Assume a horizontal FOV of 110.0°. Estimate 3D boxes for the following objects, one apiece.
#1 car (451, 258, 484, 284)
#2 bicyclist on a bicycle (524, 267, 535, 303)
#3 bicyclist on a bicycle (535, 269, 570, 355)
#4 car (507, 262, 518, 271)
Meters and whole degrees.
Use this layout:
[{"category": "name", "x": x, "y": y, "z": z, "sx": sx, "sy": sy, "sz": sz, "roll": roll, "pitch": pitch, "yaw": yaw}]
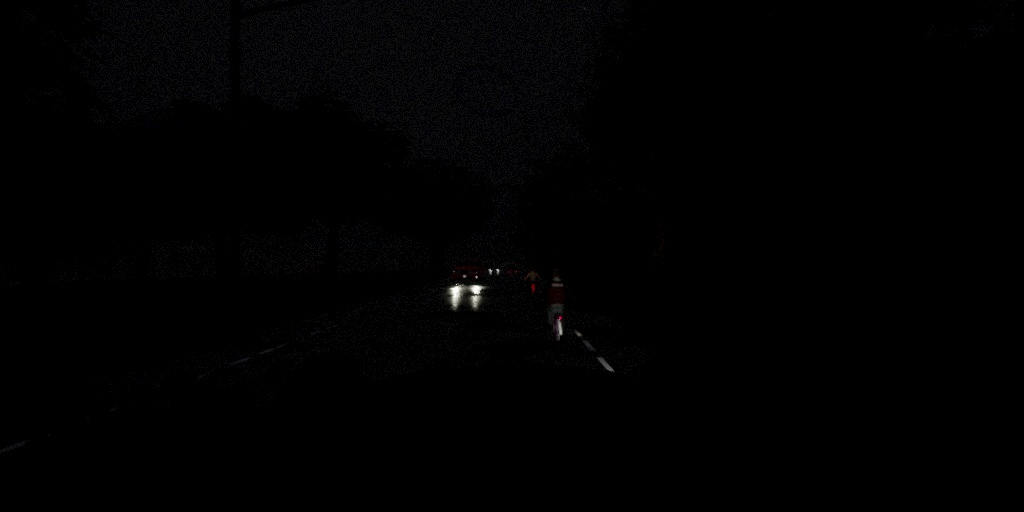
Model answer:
[{"category": "car", "x": -3.593, "y": 1.196, "z": 29.908, "sx": 2.150, "sy": 2.045, "sz": 5.566, "roll": 0, "pitch": 0, "yaw": 0}, {"category": "bicyclist on a bicycle", "x": 0.965, "y": 1.301, "z": 16.689, "sx": 0.866, "sy": 1.612, "sz": 1.509, "roll": 0, "pitch": -1, "yaw": 0}, {"category": "bicyclist on a bicycle", "x": 0.964, "y": 1.167, "z": 7.984, "sx": 0.659, "sy": 1.776, "sz": 1.843, "roll": 0, "pitch": 0, "yaw": 0}, {"category": "car", "x": 0.113, "y": 1.870, "z": 61.366, "sx": 1.895, "sy": 1.301, "sz": 4.718, "roll": 0, "pitch": -1, "yaw": 0}]
